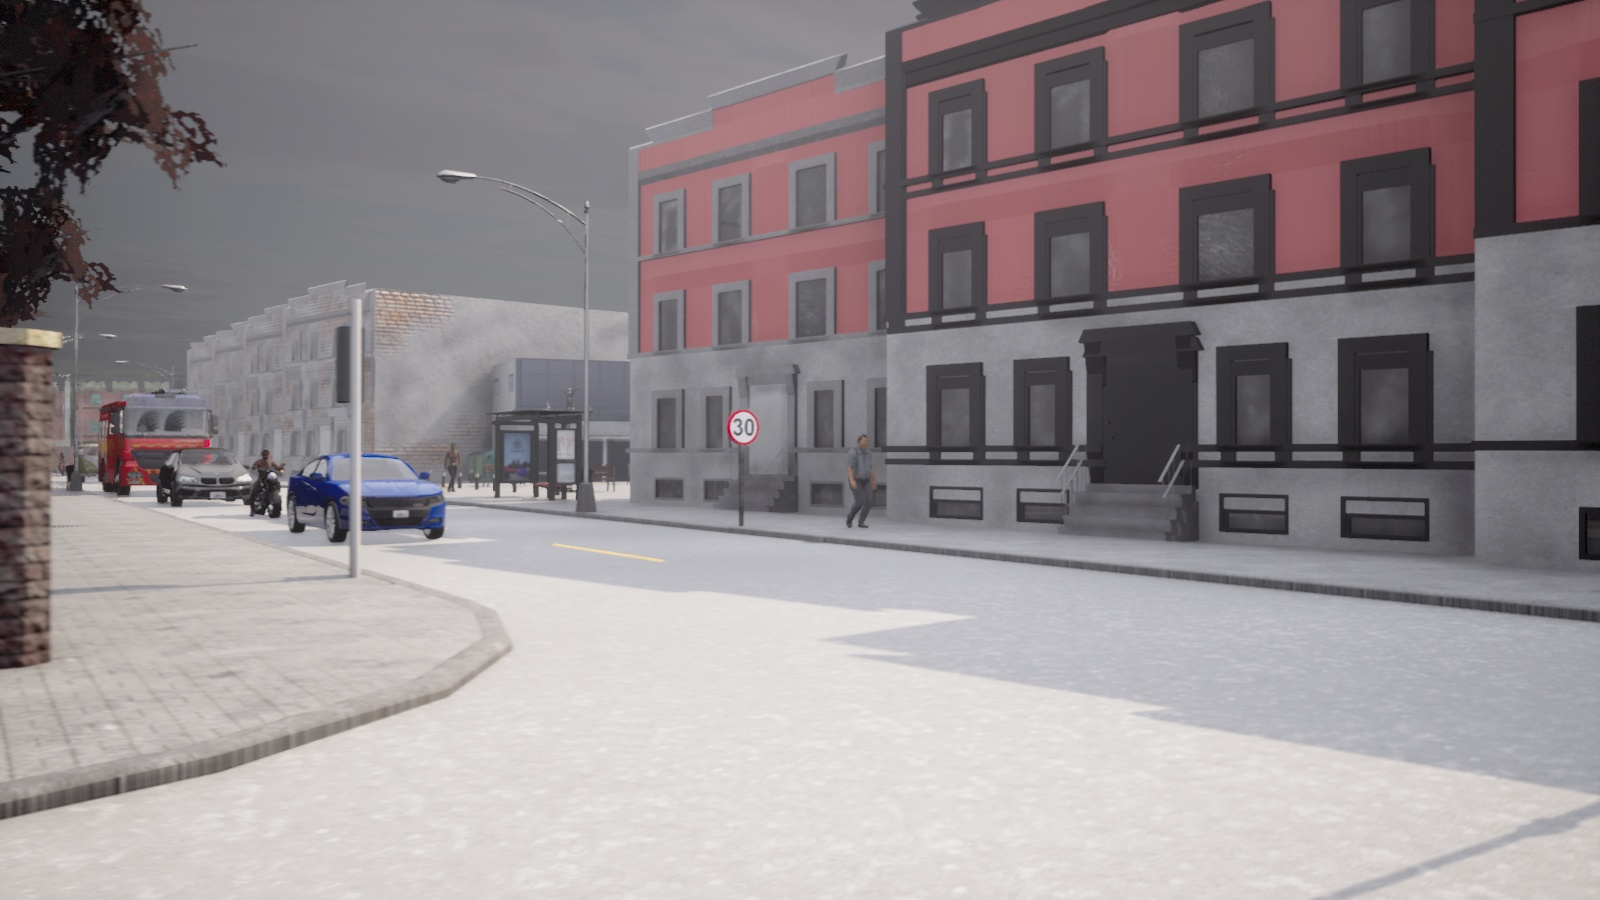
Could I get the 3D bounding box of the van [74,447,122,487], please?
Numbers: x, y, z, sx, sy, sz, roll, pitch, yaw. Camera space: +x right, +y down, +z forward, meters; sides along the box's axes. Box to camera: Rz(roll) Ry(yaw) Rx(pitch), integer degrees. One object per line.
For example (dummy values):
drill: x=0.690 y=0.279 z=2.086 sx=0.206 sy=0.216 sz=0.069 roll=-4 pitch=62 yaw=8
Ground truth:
van: x=-36.076 y=0.833 z=64.498 sx=1.775 sy=1.987 sz=4.442 roll=0 pitch=0 yaw=-34

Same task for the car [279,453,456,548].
car: x=-7.979 y=0.828 z=22.845 sx=1.882 sy=1.535 sz=5.008 roll=0 pitch=0 yaw=-33

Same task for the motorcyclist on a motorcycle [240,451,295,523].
motorcyclist on a motorcycle: x=-12.585 y=0.838 z=29.655 sx=0.766 sy=1.649 sz=2.350 roll=0 pitch=0 yaw=-34

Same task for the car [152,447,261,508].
car: x=-17.540 y=0.773 z=37.014 sx=2.242 sy=1.667 sz=4.611 roll=0 pitch=0 yaw=-34

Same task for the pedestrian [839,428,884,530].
pedestrian: x=1.142 y=0.529 z=23.272 sx=0.540 sy=1.848 sz=0.694 roll=0 pitch=0 yaw=-28

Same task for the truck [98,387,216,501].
truck: x=-23.980 y=-0.183 z=46.570 sx=2.891 sy=3.827 sz=8.468 roll=0 pitch=0 yaw=-34

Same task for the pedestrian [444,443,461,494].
pedestrian: x=-12.315 y=0.643 z=44.509 sx=0.328 sy=1.805 sz=0.869 roll=0 pitch=0 yaw=-32
